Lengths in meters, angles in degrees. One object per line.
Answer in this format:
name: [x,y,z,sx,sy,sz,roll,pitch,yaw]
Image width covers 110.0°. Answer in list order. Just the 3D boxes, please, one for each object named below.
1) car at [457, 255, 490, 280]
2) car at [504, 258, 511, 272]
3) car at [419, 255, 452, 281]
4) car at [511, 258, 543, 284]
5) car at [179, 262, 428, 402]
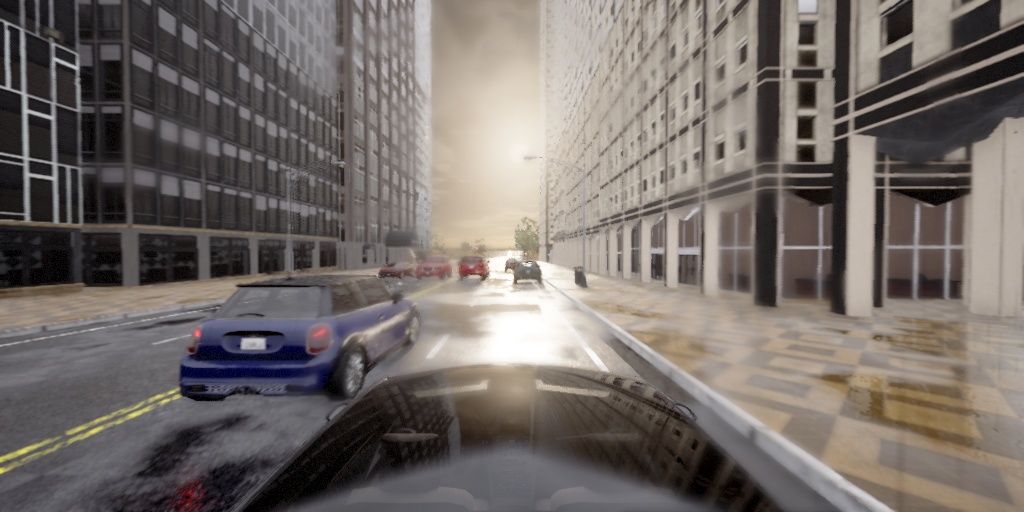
car: [-3.143,0.962,30.698,2.150,2.045,5.566,0,0,0]
car: [0.021,1.232,46.536,1.837,1.490,4.892,0,0,0]
car: [-6.579,0.958,30.746,2.150,2.045,5.566,0,0,0]
car: [1.144,1.092,27.132,2.097,1.767,4.553,0,0,0]
car: [-3.178,1.100,6.543,2.097,1.767,4.553,0,0,0]
